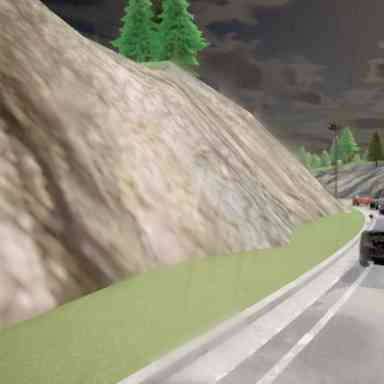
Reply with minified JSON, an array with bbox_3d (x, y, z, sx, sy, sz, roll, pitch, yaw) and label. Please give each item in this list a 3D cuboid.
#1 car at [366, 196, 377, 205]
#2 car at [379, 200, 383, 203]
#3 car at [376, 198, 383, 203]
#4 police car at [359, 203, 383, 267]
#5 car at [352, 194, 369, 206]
[{"bbox_3d":[22.321,1.401,39.144,1.994,1.385,4.181,0,0,18],"label":"car"},{"bbox_3d":[11.548,1.425,18.388,1.837,1.490,4.892,0,0,30],"label":"car"},{"bbox_3d":[14.226,1.378,23.262,1.882,1.535,5.008,0,0,28],"label":"car"},{"bbox_3d":[6.670,1.379,10.638,1.930,1.638,5.238,0,0,34],"label":"police car"},{"bbox_3d":[25.782,1.154,50.439,2.097,1.767,4.553,0,0,15],"label":"car"}]
